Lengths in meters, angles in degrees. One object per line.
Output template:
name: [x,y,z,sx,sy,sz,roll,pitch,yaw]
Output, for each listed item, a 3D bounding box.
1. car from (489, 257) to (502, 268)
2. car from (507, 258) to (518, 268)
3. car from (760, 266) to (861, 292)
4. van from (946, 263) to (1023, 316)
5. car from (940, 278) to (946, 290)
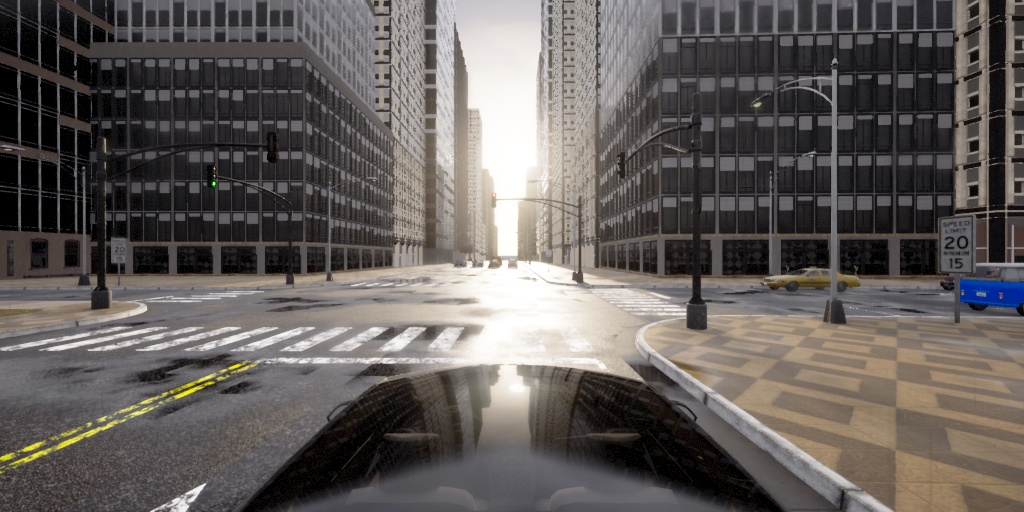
car: [-3.123,1.386,63.359,1.812,1.442,4.674,0,0,0]
car: [0.127,1.407,63.353,2.033,1.411,5.357,0,0,0]
car: [17.125,1.293,20.733,4.829,1.417,1.751,0,0,2]
van: [18.379,1.119,12.558,3.998,1.789,1.690,0,0,2]
car: [26.958,1.356,20.228,4.207,1.307,1.802,0,0,2]
